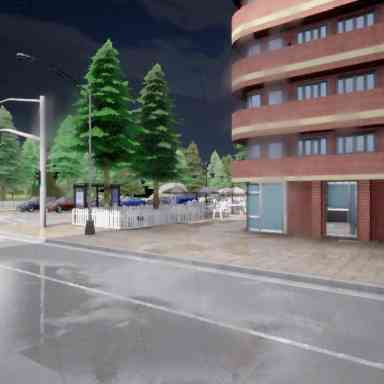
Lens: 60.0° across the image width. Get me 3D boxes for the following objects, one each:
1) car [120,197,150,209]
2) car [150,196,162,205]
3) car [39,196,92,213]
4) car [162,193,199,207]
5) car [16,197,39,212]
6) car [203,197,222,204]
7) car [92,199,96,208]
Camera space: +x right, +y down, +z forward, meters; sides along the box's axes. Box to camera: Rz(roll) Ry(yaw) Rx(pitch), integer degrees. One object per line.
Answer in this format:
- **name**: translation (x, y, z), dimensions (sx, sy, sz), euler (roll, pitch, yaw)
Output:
- **car**: translation (-8.250, 1.422, 43.572), dimensions (1.882, 1.535, 5.008), euler (0, 0, 37)
- **car**: translation (-5.252, 1.450, 52.736), dimensions (1.837, 1.490, 4.892), euler (0, 0, 44)
- **car**: translation (-13.660, 1.296, 36.129), dimensions (2.097, 1.767, 4.553), euler (0, 0, 36)
- **car**: translation (-1.427, 1.166, 51.762), dimensions (5.566, 2.045, 2.150), euler (0, 0, -44)
- **car**: translation (-17.144, 1.296, 37.267), dimensions (2.097, 1.767, 4.553), euler (0, 0, 35)
- **car**: translation (3.903, 1.508, 60.367), dimensions (4.181, 1.385, 1.994), euler (0, 0, -32)
- **car**: translation (-12.108, 1.508, 44.237), dimensions (1.994, 1.385, 4.181), euler (0, 0, 35)
